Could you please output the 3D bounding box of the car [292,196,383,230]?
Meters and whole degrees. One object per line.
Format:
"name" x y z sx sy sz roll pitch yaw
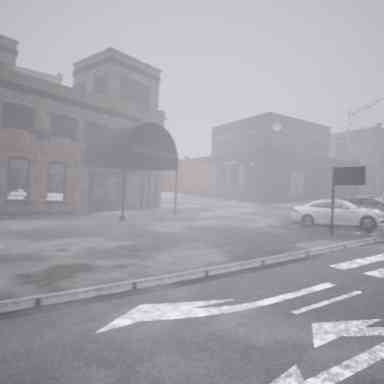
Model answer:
"car" 7.576 1.096 17.292 4.674 1.452 2.002 -1 0 38
